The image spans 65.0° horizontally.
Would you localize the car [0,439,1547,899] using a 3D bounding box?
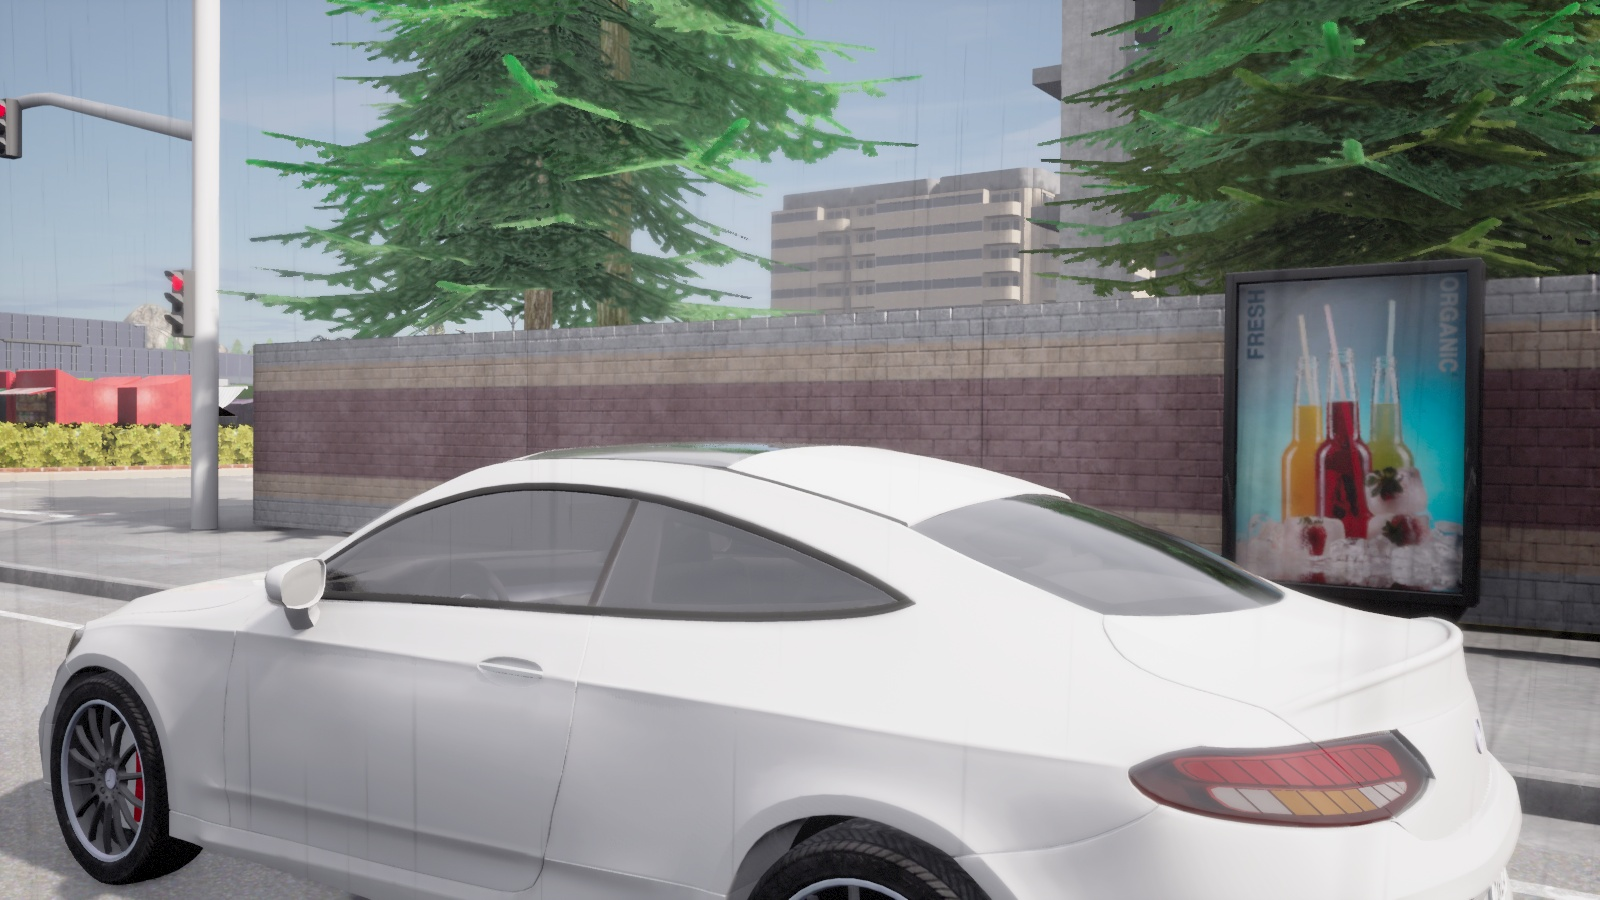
[{"bbox_3d":[-0.437,0.708,3.913,4.674,1.442,1.812,0,1,33],"label":"car"}]
